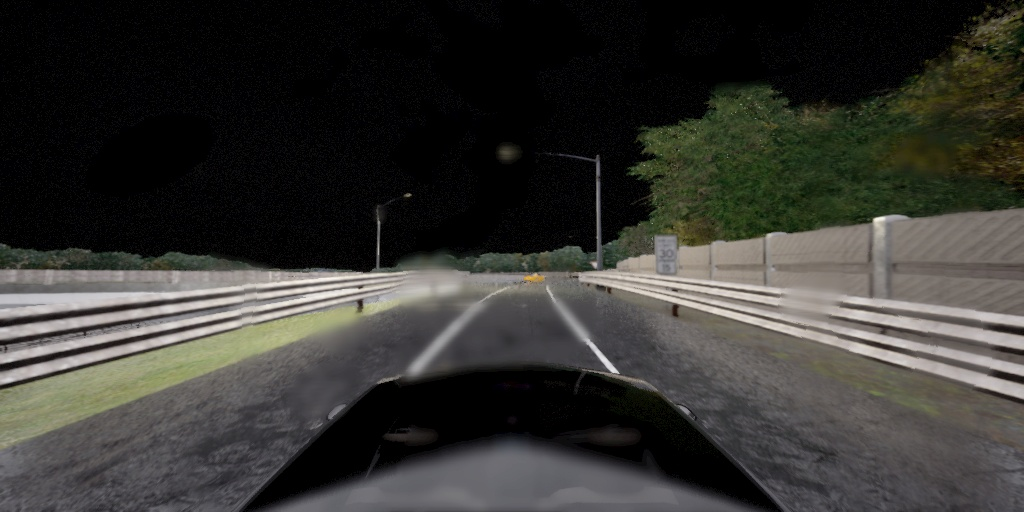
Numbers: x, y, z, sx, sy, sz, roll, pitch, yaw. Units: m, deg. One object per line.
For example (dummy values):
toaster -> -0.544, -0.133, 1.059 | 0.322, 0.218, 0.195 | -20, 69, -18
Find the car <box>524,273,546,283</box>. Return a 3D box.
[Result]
car -> 3.762, 3.521, 57.551 | 1.882, 1.535, 5.008 | -2, -4, 31

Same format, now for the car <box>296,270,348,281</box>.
car -> -16.609, 2.016, 32.382 | 5.008, 1.535, 1.882 | 3, -4, -42
